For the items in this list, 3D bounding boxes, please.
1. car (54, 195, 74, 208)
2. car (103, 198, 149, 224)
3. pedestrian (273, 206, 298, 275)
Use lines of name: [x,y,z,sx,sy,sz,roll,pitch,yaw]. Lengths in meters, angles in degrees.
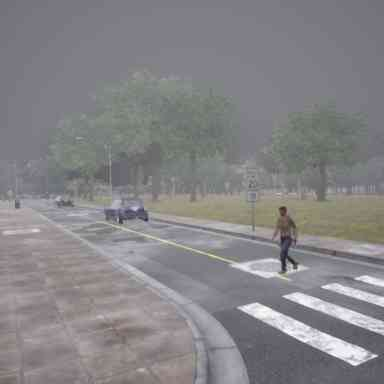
car: [-18.347,1.265,47.426,2.097,1.767,4.553,-2,1,-30]
car: [-4.803,1.197,23.700,2.097,1.767,4.553,-2,1,-30]
pedestrian: [2.463,1.197,8.725,0.375,1.860,0.375,-2,1,-30]
